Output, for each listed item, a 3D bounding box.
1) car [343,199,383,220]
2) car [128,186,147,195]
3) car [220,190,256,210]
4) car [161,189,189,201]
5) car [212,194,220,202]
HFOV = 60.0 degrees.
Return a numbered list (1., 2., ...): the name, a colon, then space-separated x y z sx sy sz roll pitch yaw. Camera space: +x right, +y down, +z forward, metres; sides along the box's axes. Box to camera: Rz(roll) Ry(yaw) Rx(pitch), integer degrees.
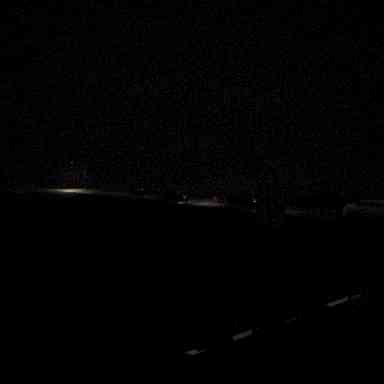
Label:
1. car: 12.571 1.254 22.387 1.812 1.442 4.674 -3 4 -35
2. car: -9.774 -0.294 58.976 2.128 1.511 4.902 -3 4 -35
3. car: 5.321 0.663 32.601 2.097 1.767 4.553 -3 4 -35
4. car: -2.296 0.368 43.369 2.128 1.511 4.902 -3 4 -35
5. car: 4.446 0.585 38.956 1.895 1.301 4.718 -3 4 -35
